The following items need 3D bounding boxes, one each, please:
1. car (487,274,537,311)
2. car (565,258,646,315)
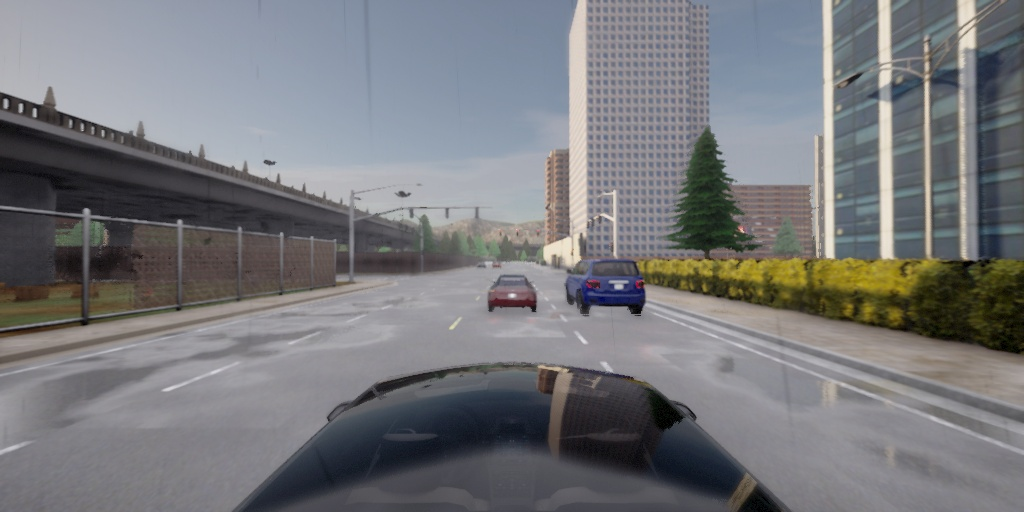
[{"bbox_3d":[0.025,1.463,15.348,1.994,1.385,4.181,0,-1,0],"label":"car"},{"bbox_3d":[3.514,1.113,14.404,2.150,2.045,5.566,0,0,0],"label":"car"}]
